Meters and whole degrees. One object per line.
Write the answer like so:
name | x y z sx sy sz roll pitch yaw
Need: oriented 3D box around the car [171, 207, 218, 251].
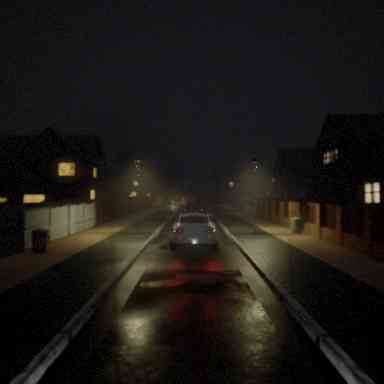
car | 0.095 1.567 14.162 1.812 1.442 4.674 0 -1 0

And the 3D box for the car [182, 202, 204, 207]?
car | 0.104 1.605 29.452 1.812 1.442 4.674 0 0 0
